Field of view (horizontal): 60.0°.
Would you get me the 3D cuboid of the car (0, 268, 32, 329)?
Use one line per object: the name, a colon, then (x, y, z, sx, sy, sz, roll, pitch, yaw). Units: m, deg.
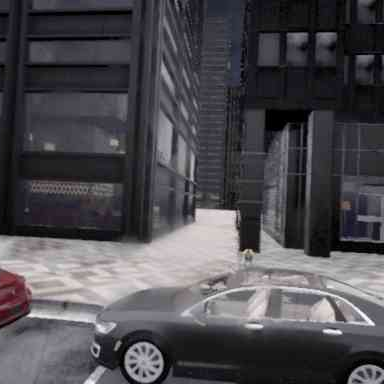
car: (-4.747, 1.568, 5.324, 4.206, 1.307, 1.802, 2, -2, 7)

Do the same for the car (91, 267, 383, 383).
car: (0.845, 1.774, 4.647, 4.403, 1.369, 2.008, 2, -2, 7)
